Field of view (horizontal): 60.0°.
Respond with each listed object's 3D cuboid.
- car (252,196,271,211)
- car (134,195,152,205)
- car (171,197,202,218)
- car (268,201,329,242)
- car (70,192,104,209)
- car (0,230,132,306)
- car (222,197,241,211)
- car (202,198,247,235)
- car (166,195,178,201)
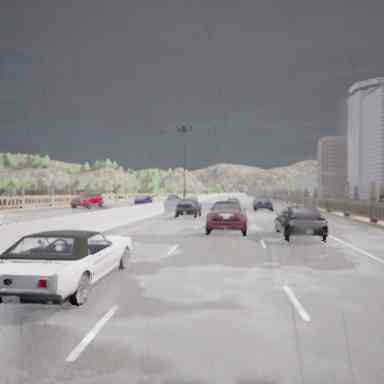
[{"bbox_3d":[8.172,1.229,38.796,2.097,1.767,4.553,0,0,8],"label":"car"},{"bbox_3d":[-7.729,1.274,52.882,1.882,1.535,5.008,0,0,8],"label":"car"},{"bbox_3d":[-0.258,1.381,28.554,1.837,1.490,4.892,0,0,8],"label":"car"},{"bbox_3d":[5.174,1.429,16.167,2.128,1.511,4.902,0,0,7],"label":"car"},{"bbox_3d":[-12.863,1.024,41.189,2.150,2.045,5.566,0,0,8],"label":"car"},{"bbox_3d":[-2.873,1.548,7.887,1.895,1.301,4.718,0,0,5],"label":"car"},{"bbox_3d":[4.753,1.411,39.629,2.033,1.411,5.357,0,0,8],"label":"car"},{"bbox_3d":[1.965,1.269,18.601,2.097,1.767,4.553,0,0,7],"label":"car"},{"bbox_3d":[-3.314,1.321,59.280,1.837,1.490,4.892,0,0,8],"label":"car"}]
